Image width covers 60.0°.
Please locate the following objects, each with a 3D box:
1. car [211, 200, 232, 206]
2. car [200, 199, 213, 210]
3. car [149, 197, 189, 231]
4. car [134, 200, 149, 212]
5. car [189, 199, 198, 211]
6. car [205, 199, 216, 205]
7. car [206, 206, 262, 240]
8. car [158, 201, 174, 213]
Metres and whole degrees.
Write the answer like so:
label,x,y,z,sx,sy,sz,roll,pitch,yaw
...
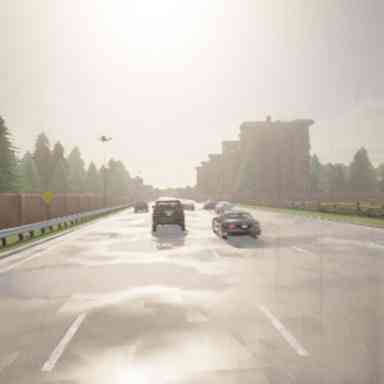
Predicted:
label,x,y,z,sx,sy,sz,roll,pitch,yaw
car,3.905,1.914,40.955,1.812,1.442,4.674,-1,-1,-5
car,2.876,2.093,51.979,1.994,1.385,4.181,-1,-1,-5
car,-1.658,1.512,23.370,2.150,2.045,5.566,-1,-1,-5
car,-7.475,2.036,49.807,2.097,1.767,4.553,-1,-1,-5
car,-0.596,2.185,51.513,1.895,1.301,4.718,-1,-1,-5
car,4.196,2.332,76.595,1.994,1.385,4.181,-1,-1,-5
car,2.281,1.712,18.280,2.033,1.411,5.357,-1,-1,-5
car,-3.660,2.084,47.407,2.128,1.511,4.902,-1,0,-5
